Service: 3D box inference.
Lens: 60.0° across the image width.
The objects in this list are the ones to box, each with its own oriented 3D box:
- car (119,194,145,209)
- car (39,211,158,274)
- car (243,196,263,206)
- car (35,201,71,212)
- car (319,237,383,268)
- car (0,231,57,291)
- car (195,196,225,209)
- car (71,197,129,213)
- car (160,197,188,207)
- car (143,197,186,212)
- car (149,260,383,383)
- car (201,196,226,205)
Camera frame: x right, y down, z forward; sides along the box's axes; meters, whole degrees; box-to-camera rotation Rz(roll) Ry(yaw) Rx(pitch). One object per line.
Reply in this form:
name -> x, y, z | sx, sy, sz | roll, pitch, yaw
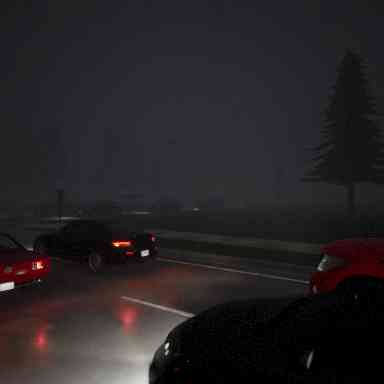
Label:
car -> -8.357, 1.221, 43.372 | 2.150, 2.045, 5.566 | 0, 0, 37
car -> -3.157, 1.526, 10.574 | 4.674, 1.442, 1.812 | 0, 0, 36
car -> 10.443, 1.477, 56.882 | 1.882, 1.535, 5.008 | 0, 0, 37
car -> -14.169, 1.601, 35.530 | 1.895, 1.301, 4.718 | 0, 0, 37
car -> 4.714, 1.222, 4.903 | 5.566, 2.045, 2.150 | 0, 0, 36
car -> -5.491, 1.601, 7.945 | 4.718, 1.301, 1.895 | 0, 0, 36
car -> 2.599, 1.547, 46.382 | 2.033, 1.411, 5.357 | 0, 0, 37
car -> -8.546, 1.526, 31.329 | 1.812, 1.442, 4.674 | 0, 0, 36
car -> -2.686, 1.526, 50.984 | 1.812, 1.442, 4.674 | 0, 0, 36
car -> -3.131, 1.526, 38.638 | 1.812, 1.442, 4.674 | 0, 0, 37
car -> 1.622, 1.564, 2.824 | 4.181, 1.385, 1.994 | 0, 0, 36
car -> 3.908, 1.478, 59.841 | 1.882, 1.535, 5.008 | 0, 1, 37
